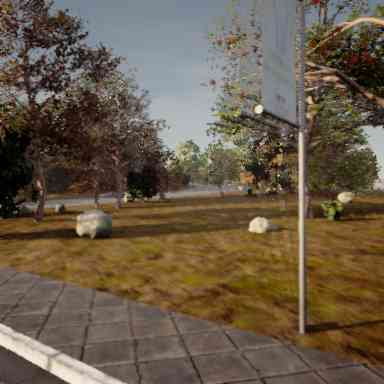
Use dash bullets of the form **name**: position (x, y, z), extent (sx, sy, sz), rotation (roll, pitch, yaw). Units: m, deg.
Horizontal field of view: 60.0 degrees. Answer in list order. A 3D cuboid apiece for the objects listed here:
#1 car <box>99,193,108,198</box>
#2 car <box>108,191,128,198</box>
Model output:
- **car**: position (-16.568, 0.555, 67.950), extent (1.895, 1.301, 4.718), rotation (0, 3, 39)
- **car**: position (-13.673, 0.533, 65.972), extent (1.895, 1.301, 4.718), rotation (0, 3, 39)
